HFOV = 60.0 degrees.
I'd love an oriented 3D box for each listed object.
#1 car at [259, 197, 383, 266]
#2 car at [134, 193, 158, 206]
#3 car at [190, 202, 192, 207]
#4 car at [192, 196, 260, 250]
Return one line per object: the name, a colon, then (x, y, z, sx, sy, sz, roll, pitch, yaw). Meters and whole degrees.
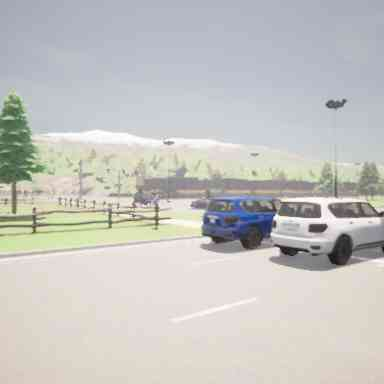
car: (5.204, 1.213, 11.760, 5.566, 2.045, 2.150, 0, 0, -35)
car: (-7.729, 1.196, 55.481, 2.150, 2.045, 5.566, 0, 0, -35)
car: (1.921, 1.527, 41.592, 2.033, 1.411, 5.357, 0, 0, -35)
car: (2.984, 1.213, 14.475, 5.566, 2.045, 2.150, 0, 0, -36)
